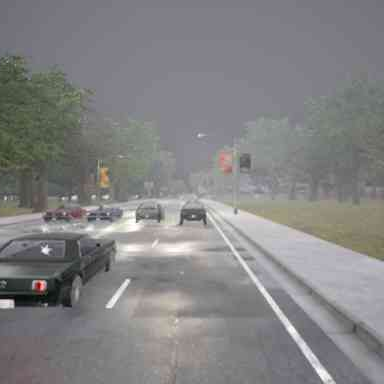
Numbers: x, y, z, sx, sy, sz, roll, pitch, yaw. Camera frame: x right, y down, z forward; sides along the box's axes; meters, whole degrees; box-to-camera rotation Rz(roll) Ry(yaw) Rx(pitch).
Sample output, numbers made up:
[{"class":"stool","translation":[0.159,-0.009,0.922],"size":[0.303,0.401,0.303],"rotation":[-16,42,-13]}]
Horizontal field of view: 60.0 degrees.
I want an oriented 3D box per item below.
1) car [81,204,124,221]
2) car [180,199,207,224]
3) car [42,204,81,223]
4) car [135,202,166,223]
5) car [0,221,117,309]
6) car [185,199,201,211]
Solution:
[{"class":"car","translation":[-6.591,1.626,25.571],"size":[1.895,1.301,4.718],"rotation":[0,0,0]},{"class":"car","translation":[0.096,1.502,25.175],"size":[1.882,1.535,5.008],"rotation":[0,0,0]},{"class":"car","translation":[-9.840,1.627,25.980],"size":[1.895,1.301,4.718],"rotation":[0,0,0]},{"class":"car","translation":[-3.154,1.517,25.750],"size":[2.128,1.511,4.902],"rotation":[0,0,0]},{"class":"car","translation":[-3.151,1.605,7.842],"size":[1.895,1.301,4.718],"rotation":[0,0,0]},{"class":"car","translation":[0.094,1.638,42.817],"size":[1.994,1.385,4.181],"rotation":[0,0,0]}]
